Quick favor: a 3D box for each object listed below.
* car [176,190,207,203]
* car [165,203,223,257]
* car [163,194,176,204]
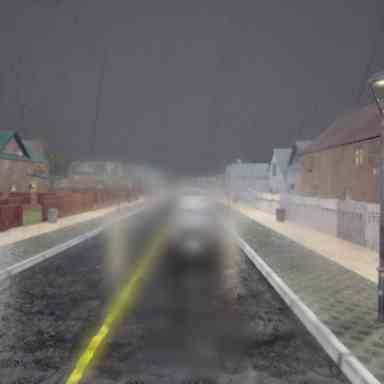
[{"bbox_3d":[0.072,0.815,27.567,2.150,2.045,5.566,0,1,0],"label":"car"},{"bbox_3d":[0.064,1.346,11.979,1.812,1.442,4.674,0,1,0],"label":"car"},{"bbox_3d":[-2.811,0.898,45.388,1.994,1.385,4.181,0,1,0],"label":"car"}]
